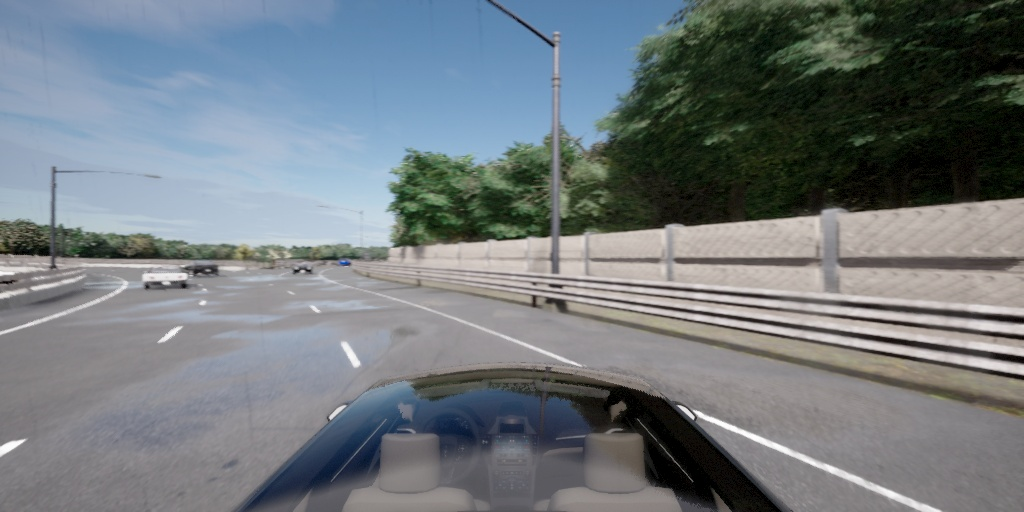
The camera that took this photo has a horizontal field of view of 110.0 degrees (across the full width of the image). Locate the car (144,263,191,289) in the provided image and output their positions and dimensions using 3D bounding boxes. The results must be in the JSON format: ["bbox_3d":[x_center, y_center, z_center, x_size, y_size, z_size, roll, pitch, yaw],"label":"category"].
[{"bbox_3d":[-21.806,1.290,22.601,1.895,1.301,4.718,1,0,-44],"label":"car"}]

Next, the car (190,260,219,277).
[{"bbox_3d":[-29.617,1.155,34.178,5.008,1.535,1.882,0,-1,38],"label":"car"}]

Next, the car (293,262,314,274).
[{"bbox_3d":[-23.234,1.332,40.079,1.895,1.301,4.718,0,0,-27],"label":"car"}]
